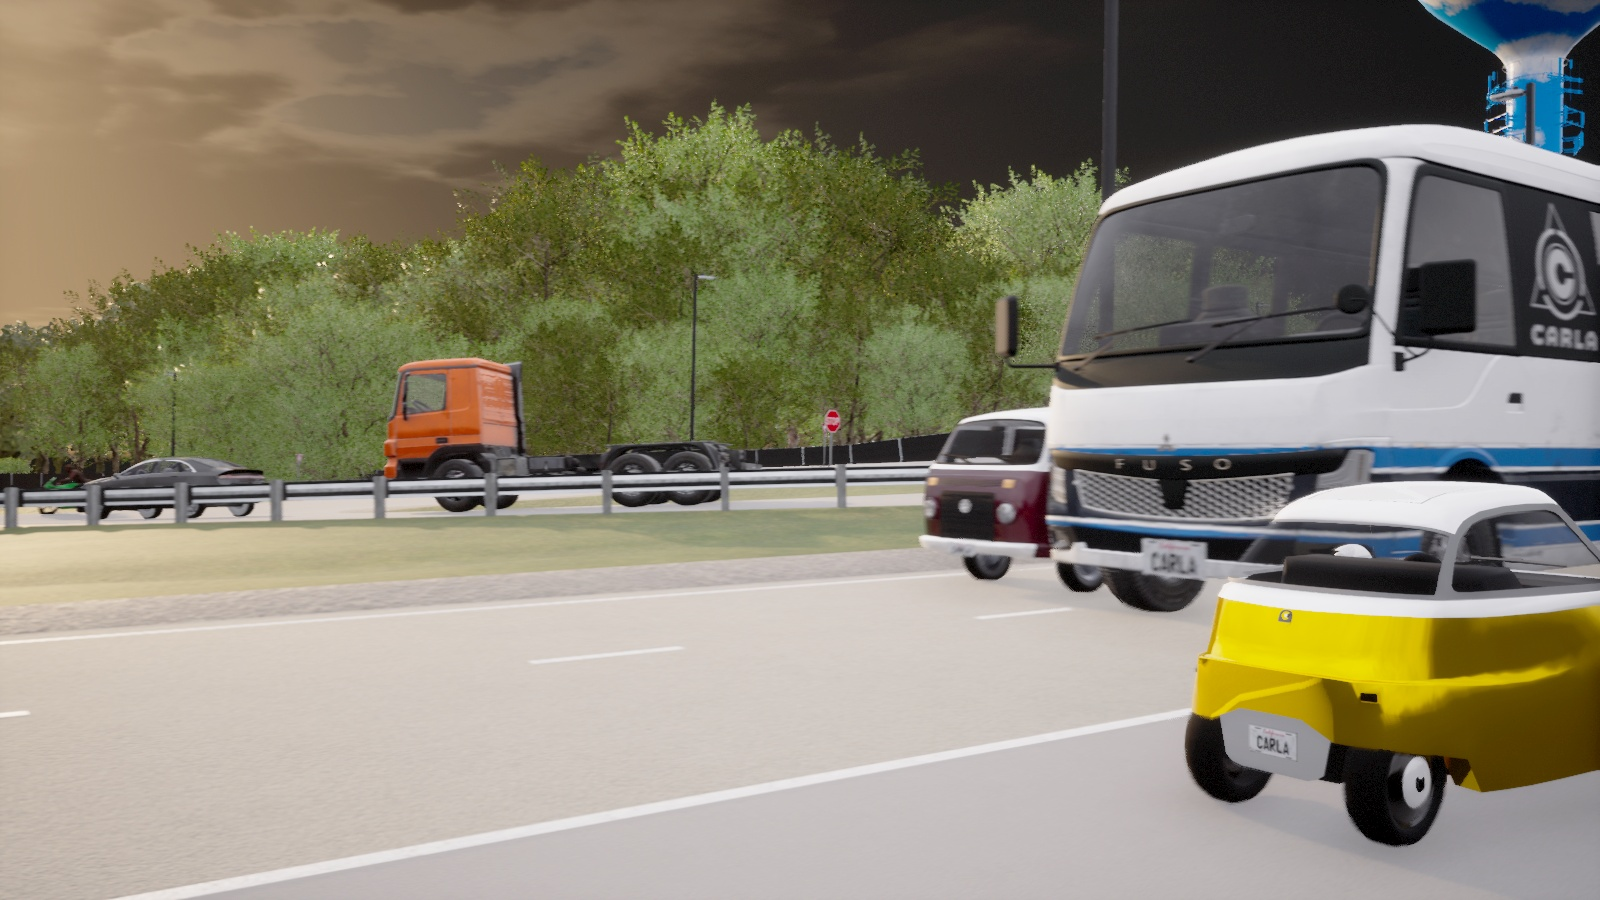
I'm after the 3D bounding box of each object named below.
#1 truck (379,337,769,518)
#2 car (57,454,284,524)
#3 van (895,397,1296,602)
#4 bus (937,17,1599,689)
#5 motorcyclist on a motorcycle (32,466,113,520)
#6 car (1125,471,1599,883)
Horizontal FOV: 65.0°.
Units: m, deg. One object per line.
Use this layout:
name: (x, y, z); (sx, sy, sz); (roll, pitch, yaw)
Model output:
truck: (-4.888, -0.420, 27.971); (7.936, 3.462, 2.891); (-3, -2, 6)
car: (-15.428, 0.967, 30.818); (4.902, 1.511, 2.128); (-2, -2, 18)
van: (3.512, 0.492, 14.631); (4.480, 2.038, 2.069); (0, 0, -35)
bus: (6.568, -0.616, 12.498); (10.273, 4.253, 3.944); (0, 0, -35)
motorcyclist on a motorcycle: (-21.864, 1.278, 37.758); (2.044, 1.523, 0.797); (-2, 0, -30)
car: (2.776, 0.808, 5.591); (2.207, 1.376, 1.481); (0, 0, -35)
